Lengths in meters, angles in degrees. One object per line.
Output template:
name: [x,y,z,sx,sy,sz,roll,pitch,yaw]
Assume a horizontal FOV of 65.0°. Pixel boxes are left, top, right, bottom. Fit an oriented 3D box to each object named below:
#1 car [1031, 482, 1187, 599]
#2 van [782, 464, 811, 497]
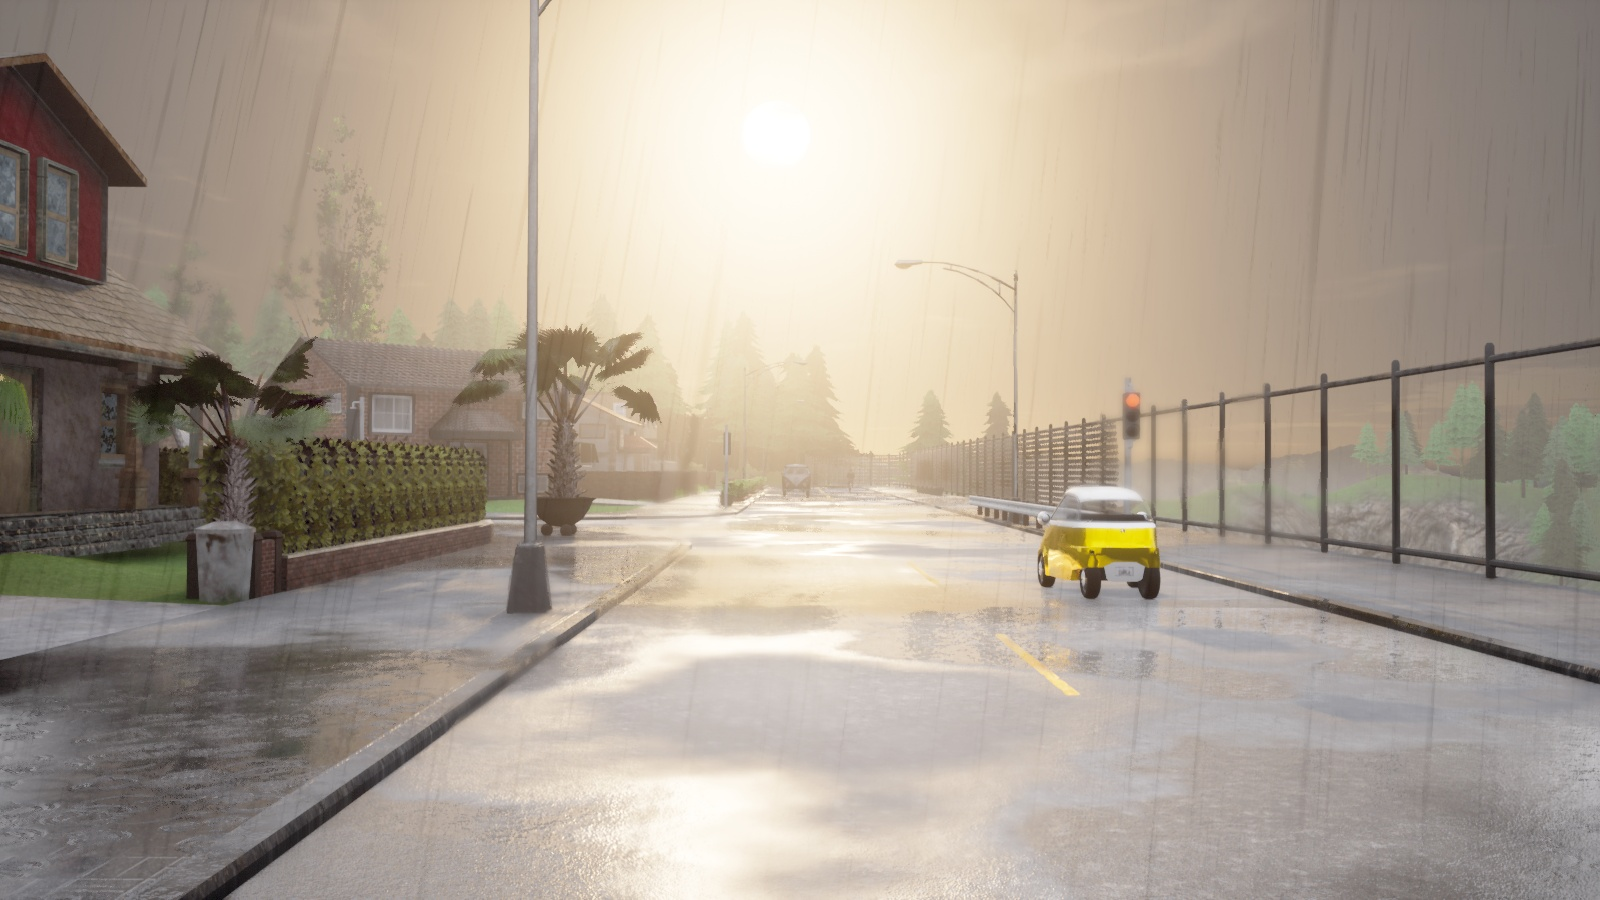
car: [3.959,1.128,16.375,1.481,1.376,2.207,0,-1,0]
van: [-0.220,1.871,77.743,1.775,1.987,4.442,0,-1,0]
